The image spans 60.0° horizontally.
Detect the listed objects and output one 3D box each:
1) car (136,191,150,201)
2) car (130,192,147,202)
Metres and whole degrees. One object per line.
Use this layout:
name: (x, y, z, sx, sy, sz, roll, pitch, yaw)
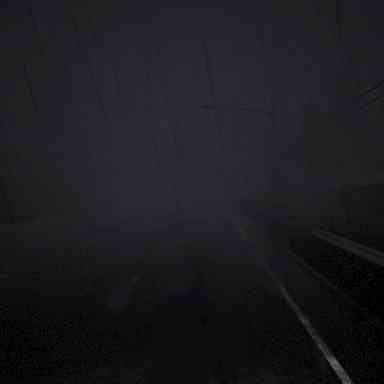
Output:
car: (-10.041, 0.771, 67.135, 2.150, 2.045, 5.566, 0, 0, 3)
car: (-10.174, 1.199, 62.008, 1.895, 1.301, 4.718, 0, 0, 1)
